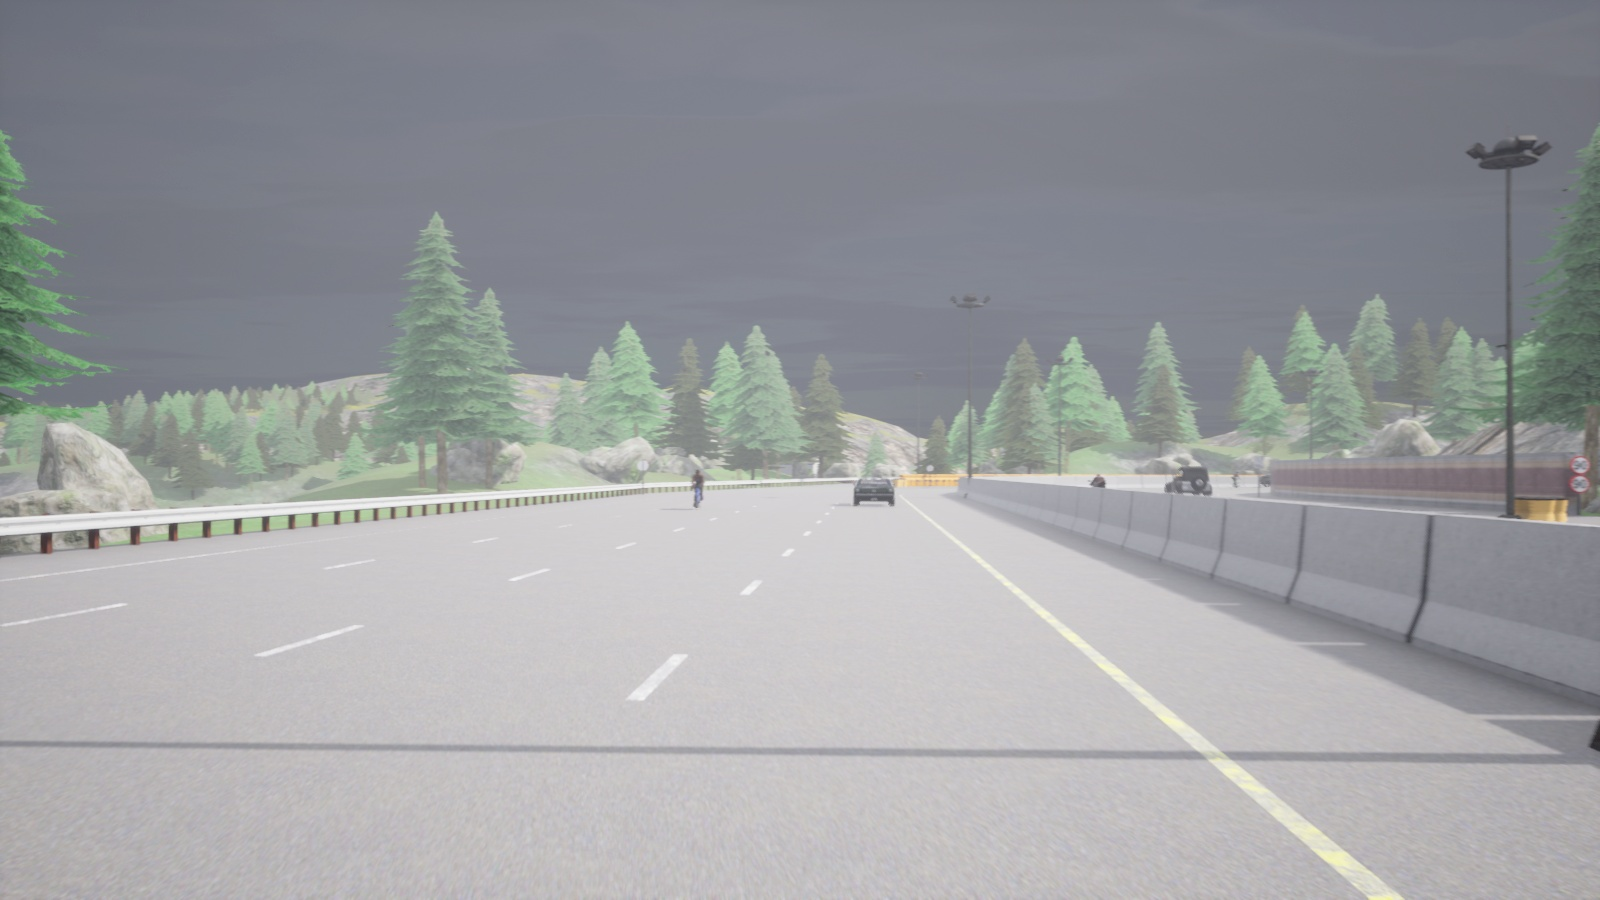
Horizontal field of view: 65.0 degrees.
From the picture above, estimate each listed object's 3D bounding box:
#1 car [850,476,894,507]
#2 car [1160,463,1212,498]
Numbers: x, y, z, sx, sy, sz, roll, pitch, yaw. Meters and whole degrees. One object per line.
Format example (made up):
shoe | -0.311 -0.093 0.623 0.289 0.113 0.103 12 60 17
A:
car | 3.236 1.849 56.691 1.895 1.301 4.718 0 -1 3
car | 21.473 1.681 70.027 1.905 1.878 3.866 0 -1 3
